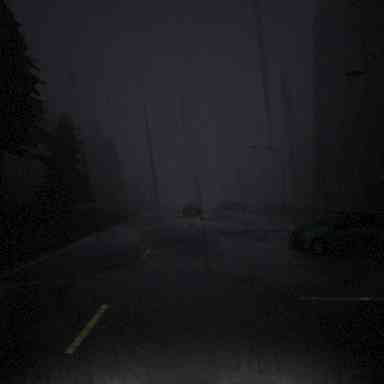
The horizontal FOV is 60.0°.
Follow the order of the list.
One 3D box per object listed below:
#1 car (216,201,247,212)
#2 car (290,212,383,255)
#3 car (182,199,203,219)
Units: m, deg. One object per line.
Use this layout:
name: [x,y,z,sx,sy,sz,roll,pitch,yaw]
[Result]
car: [5.493,1.983,46.266,4.181,1.381,1.994,0,-1,-1]
car: [6.025,1.608,13.260,3.988,1.617,1.851,0,-1,-1]
car: [0.053,1.783,32.575,1.882,1.535,5.008,0,-1,0]
